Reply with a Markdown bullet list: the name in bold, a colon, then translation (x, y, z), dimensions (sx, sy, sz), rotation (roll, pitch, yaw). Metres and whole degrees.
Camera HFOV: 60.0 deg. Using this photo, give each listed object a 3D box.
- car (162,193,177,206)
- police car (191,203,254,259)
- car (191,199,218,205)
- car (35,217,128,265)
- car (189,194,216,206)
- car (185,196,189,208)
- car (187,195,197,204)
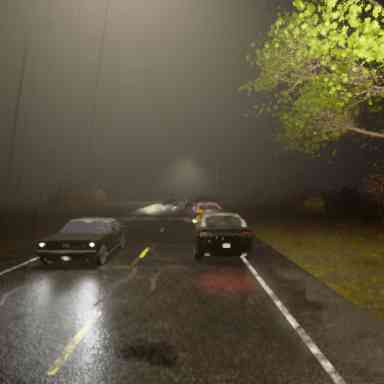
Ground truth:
- **car**: translation (-3.587, 1.204, 53.679), dimensions (2.150, 2.045, 5.566), rotation (0, 0, 0)
- **police car**: translation (1.046, 1.423, 12.664), dimensions (1.930, 1.638, 5.238), rotation (0, 0, 0)
- **car**: translation (1.042, 1.472, 22.556), dimensions (1.882, 1.535, 5.008), rotation (0, 0, 0)
- **car**: translation (-3.604, 1.598, 11.729), dimensions (1.895, 1.301, 4.718), rotation (0, 0, 0)
- **car**: translation (1.040, 1.217, 28.587), dimensions (2.150, 2.045, 5.566), rotation (0, 0, 0)
- **car**: translation (0.001, 1.492, 47.931), dimensions (1.837, 1.490, 4.892), rotation (0, 0, 0)
- **car**: translation (-0.021, 1.458, 63.655), dimensions (1.882, 1.535, 5.008), rotation (0, 0, 0)
